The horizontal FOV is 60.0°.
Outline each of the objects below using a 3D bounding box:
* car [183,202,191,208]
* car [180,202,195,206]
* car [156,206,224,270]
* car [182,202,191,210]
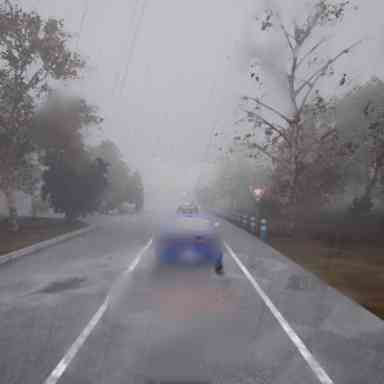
[{"bbox_3d":[-1.260,3.121,79.539,1.882,1.535,5.008,0,-2,-1],"label":"car"},{"bbox_3d":[-0.375,1.795,29.931,1.895,1.301,4.718,0,-1,-1],"label":"car"},{"bbox_3d":[-0.085,1.450,11.006,1.882,1.535,5.008,0,0,-1],"label":"car"},{"bbox_3d":[-1.095,2.910,69.347,1.812,1.442,4.674,0,-2,-1],"label":"car"}]
